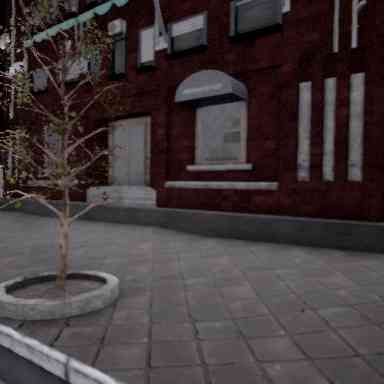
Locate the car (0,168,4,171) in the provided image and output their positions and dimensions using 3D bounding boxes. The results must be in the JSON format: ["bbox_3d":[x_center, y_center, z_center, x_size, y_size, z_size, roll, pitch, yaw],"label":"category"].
[{"bbox_3d":[-26.335,-3.512,49.118,4.892,1.521,2.231,1,1,27],"label":"car"}]
